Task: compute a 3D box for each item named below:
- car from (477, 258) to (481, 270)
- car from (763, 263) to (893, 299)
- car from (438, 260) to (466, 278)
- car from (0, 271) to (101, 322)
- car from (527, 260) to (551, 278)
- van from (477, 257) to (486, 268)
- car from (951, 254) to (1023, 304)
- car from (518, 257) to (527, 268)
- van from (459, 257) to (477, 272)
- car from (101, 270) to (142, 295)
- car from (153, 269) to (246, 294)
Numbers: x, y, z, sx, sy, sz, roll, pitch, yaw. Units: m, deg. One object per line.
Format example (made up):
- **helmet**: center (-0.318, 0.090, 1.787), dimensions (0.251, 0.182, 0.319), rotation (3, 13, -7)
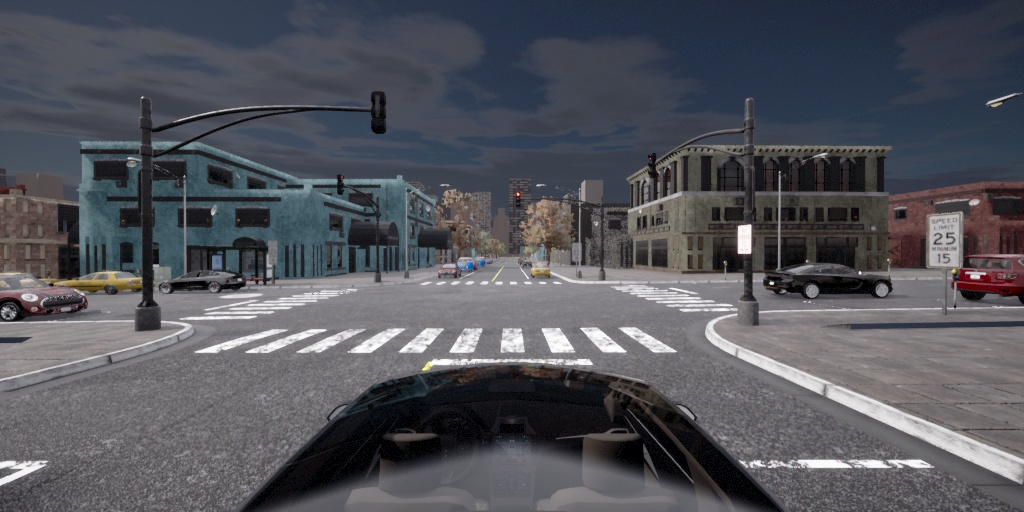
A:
- **car**: center (-5.782, 1.285, 50.108), dimensions (1.888, 1.381, 4.507), rotation (0, 0, 0)
- **car**: center (14.178, 1.050, 16.204), dimensions (5.008, 1.535, 1.882), rotation (-1, 1, -1)
- **car**: center (-5.748, 1.326, 33.469), dimensions (1.802, 1.307, 4.207), rotation (0, 0, 0)
- **car**: center (-18.091, 1.423, 12.912), dimensions (4.097, 1.591, 1.967), rotation (0, 0, -1)
- **car**: center (2.631, 1.269, 33.655), dimensions (1.751, 1.417, 4.829), rotation (0, 0, 0)
- **van**: center (-5.803, 1.078, 61.200), dimensions (1.690, 1.789, 3.998), rotation (0, 0, 0)
- **car**: center (19.925, 0.842, 13.634), dimensions (5.009, 1.841, 2.192), rotation (0, 0, -1)
- **car**: center (2.578, 1.288, 61.217), dimensions (2.007, 1.370, 4.403), rotation (0, 0, 0)
- **van**: center (-5.770, 1.082, 44.561), dimensions (1.690, 1.789, 3.998), rotation (0, 0, 0)
- **car**: center (-24.050, 1.501, 21.142), dimensions (4.829, 1.417, 1.751), rotation (0, 0, -1)
- **car**: center (-18.227, 1.474, 21.258), dimensions (4.313, 1.339, 1.948), rotation (0, 0, -1)
